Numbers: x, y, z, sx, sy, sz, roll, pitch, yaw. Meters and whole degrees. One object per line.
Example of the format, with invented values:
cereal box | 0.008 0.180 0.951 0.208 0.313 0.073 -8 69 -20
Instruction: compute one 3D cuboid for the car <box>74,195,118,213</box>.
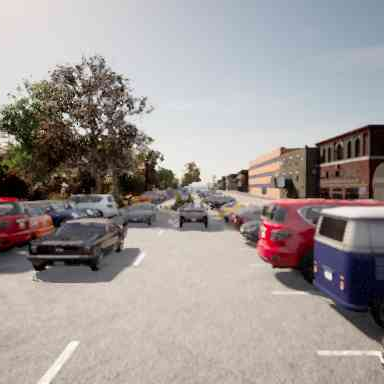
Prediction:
car | -8.497 1.345 28.366 4.553 1.767 2.185 0 0 0

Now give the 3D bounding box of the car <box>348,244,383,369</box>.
car | 4.548 1.480 3.306 4.892 1.521 2.231 0 0 0

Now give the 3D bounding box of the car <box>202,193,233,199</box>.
car | 4.341 1.292 51.548 4.792 1.488 2.163 0 0 0

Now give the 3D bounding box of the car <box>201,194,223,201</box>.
car | 4.437 1.250 74.154 4.674 1.452 2.002 0 0 0

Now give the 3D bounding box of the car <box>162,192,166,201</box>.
car | -8.171 1.232 65.675 4.892 1.521 2.231 0 0 0

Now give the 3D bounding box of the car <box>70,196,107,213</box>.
car | -8.562 1.347 22.670 4.553 1.767 2.185 0 0 0

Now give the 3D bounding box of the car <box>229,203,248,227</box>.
car | 4.576 1.503 17.222 4.792 1.488 2.163 0 0 0

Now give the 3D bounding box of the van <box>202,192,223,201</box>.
van | 4.314 0.991 71.328 4.442 1.987 1.878 0 0 0

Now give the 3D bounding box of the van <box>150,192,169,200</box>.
van | -7.988 0.893 82.631 4.442 1.987 1.878 0 1 0

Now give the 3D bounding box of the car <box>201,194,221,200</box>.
car | 4.454 1.208 79.819 4.674 1.452 2.002 0 1 0

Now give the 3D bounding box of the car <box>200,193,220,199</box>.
car | 4.480 1.060 85.477 5.008 1.535 2.097 0 1 0

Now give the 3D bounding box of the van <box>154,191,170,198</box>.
van | -8.196 0.724 91.101 4.442 1.987 1.878 0 1 0

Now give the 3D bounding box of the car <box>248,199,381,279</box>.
car | 4.572 1.226 8.873 5.566 2.045 2.435 0 0 0

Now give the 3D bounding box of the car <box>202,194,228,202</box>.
car | 4.408 1.229 65.677 5.008 1.535 2.097 0 0 0

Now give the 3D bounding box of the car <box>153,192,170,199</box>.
car | -8.057 0.883 88.157 4.553 1.767 2.185 0 1 0

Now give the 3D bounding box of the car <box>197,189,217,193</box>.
car | 4.450 0.972 68.502 5.566 2.045 2.435 0 0 0

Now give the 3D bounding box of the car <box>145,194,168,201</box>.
car | -8.122 1.201 76.856 5.008 1.535 2.097 0 0 0

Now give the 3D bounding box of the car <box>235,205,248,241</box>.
car | 4.552 1.476 14.439 4.892 1.521 2.231 0 0 0

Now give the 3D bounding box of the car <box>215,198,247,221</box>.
car | 4.736 1.467 25.572 5.366 1.575 1.946 0 0 0

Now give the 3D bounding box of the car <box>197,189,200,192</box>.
car | 4.472 0.640 93.948 5.566 2.045 2.435 0 1 0

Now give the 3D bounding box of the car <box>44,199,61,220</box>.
car | -8.503 1.351 14.440 4.553 1.767 2.185 0 0 0

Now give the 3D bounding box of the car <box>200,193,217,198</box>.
car | 4.489 0.987 91.128 4.674 1.452 2.002 0 1 0

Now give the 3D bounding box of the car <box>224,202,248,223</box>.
car | 4.545 1.512 20.006 4.674 1.452 2.002 0 0 0

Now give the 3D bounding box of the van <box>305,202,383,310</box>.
van | 4.659 1.252 6.089 4.442 1.987 1.878 0 0 0

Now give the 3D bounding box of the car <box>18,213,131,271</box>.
car | -3.510 1.598 11.049 1.895 1.301 4.718 0 0 0

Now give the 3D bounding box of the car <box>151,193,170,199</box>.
car | -8.129 1.092 85.463 4.792 1.488 2.163 0 1 0

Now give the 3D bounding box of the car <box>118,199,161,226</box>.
car | -3.550 1.497 23.328 1.837 1.490 4.892 0 0 0

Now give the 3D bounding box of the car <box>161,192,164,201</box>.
car | -8.178 1.244 59.903 5.008 1.535 2.097 0 0 0

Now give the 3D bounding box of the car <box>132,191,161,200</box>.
car | -8.161 1.125 57.203 4.553 1.767 2.185 0 0 0

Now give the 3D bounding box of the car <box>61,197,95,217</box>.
car | -8.563 1.348 19.885 4.553 1.767 2.185 0 0 0

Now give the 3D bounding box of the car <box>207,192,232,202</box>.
car | 3.335 1.227 40.959 2.097 1.767 4.553 0 1 1

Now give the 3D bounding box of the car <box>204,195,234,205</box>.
car | 4.376 1.296 54.375 4.674 1.452 2.002 0 0 0

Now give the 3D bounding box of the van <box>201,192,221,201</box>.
van | 4.331 0.974 76.859 4.442 1.987 1.878 0 0 0

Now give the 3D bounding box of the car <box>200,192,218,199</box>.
car | 4.452 0.878 88.300 4.553 1.767 2.185 0 1 0

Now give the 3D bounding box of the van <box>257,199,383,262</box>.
van | 4.661 1.250 11.531 4.442 1.987 1.878 0 0 0

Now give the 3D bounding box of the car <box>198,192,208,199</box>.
car | 4.211 1.240 60.026 5.366 1.575 1.946 0 0 0

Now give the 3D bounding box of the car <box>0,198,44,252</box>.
car | -8.564 1.226 11.530 5.566 2.045 2.435 0 0 0

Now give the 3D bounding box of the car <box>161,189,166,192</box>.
car | -8.109 0.960 74.020 5.566 2.045 2.435 0 0 0

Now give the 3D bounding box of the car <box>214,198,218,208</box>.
car | 4.536 1.509 28.214 4.674 1.452 2.002 -1 0 0

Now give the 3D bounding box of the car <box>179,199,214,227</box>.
car | 0.111 1.484 22.800 2.128 1.511 4.902 0 0 0

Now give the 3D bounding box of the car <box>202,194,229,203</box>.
car | 4.410 1.236 62.852 5.008 1.535 2.097 0 0 0
